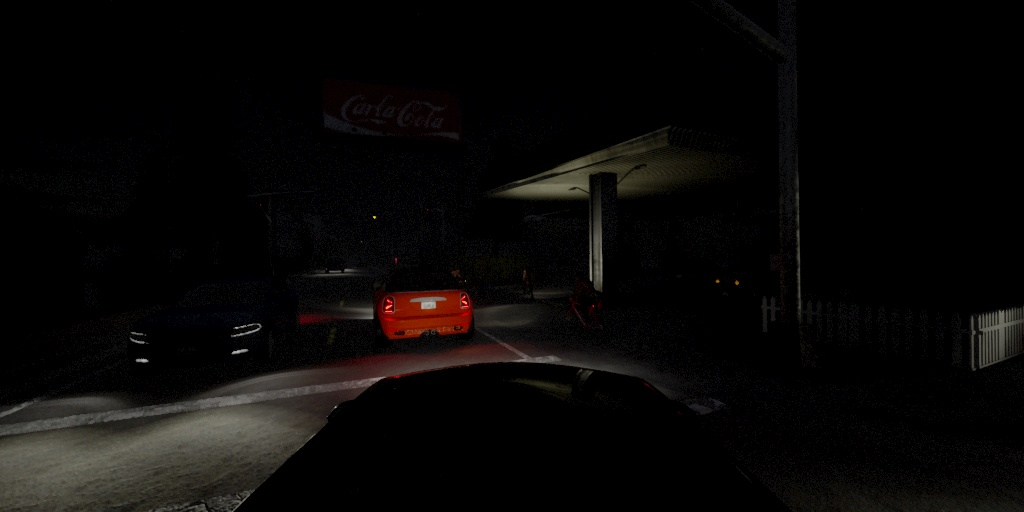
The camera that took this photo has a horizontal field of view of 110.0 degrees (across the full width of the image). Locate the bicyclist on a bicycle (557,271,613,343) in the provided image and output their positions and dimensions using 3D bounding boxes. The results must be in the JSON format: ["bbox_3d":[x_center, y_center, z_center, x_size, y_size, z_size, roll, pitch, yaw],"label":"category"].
[{"bbox_3d":[1.719,1.199,8.651,0.582,1.620,1.656,3,-2,-42],"label":"bicyclist on a bicycle"}]

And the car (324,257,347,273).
[{"bbox_3d":[-23.614,1.211,47.847,2.150,2.045,5.566,-1,0,-25],"label":"car"}]

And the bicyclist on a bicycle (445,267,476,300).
[{"bbox_3d":[-2.595,1.318,16.371,1.656,1.620,0.582,1,0,37],"label":"bicyclist on a bicycle"}]

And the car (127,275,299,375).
[{"bbox_3d":[-6.008,1.215,7.836,1.882,1.535,5.008,-1,0,-23],"label":"car"}]

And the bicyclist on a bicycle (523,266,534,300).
[{"bbox_3d":[0.824,1.332,17.861,0.582,1.620,1.656,-1,0,16],"label":"bicyclist on a bicycle"}]

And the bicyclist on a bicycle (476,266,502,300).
[{"bbox_3d":[-1.285,1.344,17.750,1.656,1.620,0.582,0,0,-21],"label":"bicyclist on a bicycle"}]

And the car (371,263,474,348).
[{"bbox_3d":[-2.527,1.057,9.444,2.097,1.767,4.553,-1,0,-22],"label":"car"}]
